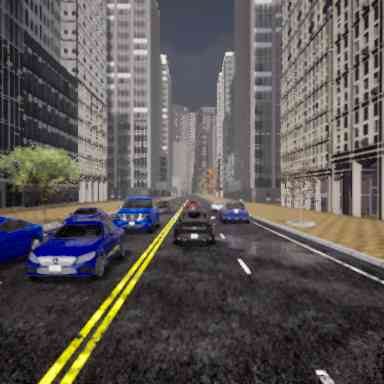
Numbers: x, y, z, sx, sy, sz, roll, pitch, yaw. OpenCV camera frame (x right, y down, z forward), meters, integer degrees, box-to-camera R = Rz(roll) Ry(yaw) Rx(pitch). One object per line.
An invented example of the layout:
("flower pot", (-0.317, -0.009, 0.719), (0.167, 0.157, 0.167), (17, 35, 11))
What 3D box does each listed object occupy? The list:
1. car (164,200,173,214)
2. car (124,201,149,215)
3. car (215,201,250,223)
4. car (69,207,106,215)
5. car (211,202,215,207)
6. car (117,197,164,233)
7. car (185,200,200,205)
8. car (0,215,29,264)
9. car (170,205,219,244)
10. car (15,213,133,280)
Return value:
("car", (-3.252, 1.745, 38.740), (1.837, 1.490, 4.892), (0, -1, 0))
("car", (-6.498, 1.786, 39.216), (2.033, 1.411, 5.357), (0, 0, 0))
("car", (3.355, 1.521, 27.255), (2.097, 1.767, 4.553), (0, 0, 0))
("car", (-6.497, 1.657, 20.791), (1.812, 1.442, 4.674), (0, 0, 0))
("car", (3.357, 1.859, 42.583), (1.895, 1.301, 4.718), (0, 0, 0))
("car", (-3.247, 1.352, 20.761), (2.150, 2.045, 5.566), (0, 0, 0))
("car", (0.103, 1.785, 42.839), (1.812, 1.442, 4.674), (0, 0, 0))
("car", (-6.517, 1.545, 10.521), (1.882, 1.535, 5.008), (0, 0, 0))
("car", (0.104, 1.609, 16.323), (1.837, 1.490, 4.892), (0, 0, 0))
("car", (-3.272, 1.592, 10.307), (1.812, 1.442, 4.674), (0, 0, 0))
